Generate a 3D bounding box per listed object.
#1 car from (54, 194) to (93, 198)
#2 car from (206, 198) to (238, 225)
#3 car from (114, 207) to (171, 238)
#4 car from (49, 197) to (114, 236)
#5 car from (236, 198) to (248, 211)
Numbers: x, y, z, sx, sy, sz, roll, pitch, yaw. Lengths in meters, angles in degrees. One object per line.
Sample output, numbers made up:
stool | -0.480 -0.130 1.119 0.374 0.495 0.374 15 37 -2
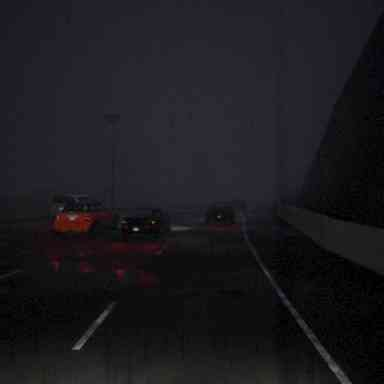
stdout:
car | -8.384 1.197 24.909 2.150 2.045 5.566 0 0 9
car | 2.147 1.471 24.215 1.882 1.535 5.008 0 0 9
car | -2.303 1.515 17.425 1.812 1.442 4.674 0 0 6
car | -5.671 1.335 18.524 2.097 1.767 4.553 0 0 6
car | 5.882 1.484 41.664 2.128 1.511 4.902 0 0 15
